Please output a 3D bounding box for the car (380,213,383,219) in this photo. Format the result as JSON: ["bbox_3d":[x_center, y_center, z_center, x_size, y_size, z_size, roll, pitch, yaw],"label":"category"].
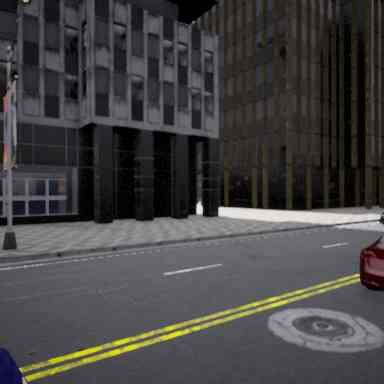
[{"bbox_3d":[14.063,1.502,21.714,4.181,1.385,1.994,0,0,-35],"label":"car"}]

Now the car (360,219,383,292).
[{"bbox_3d":[5.796,1.480,7.703,4.792,1.488,2.163,0,0,-36],"label":"car"}]

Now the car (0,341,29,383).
[{"bbox_3d":[-3.156,1.606,1.311,4.718,1.301,1.895,0,0,-36],"label":"car"}]
